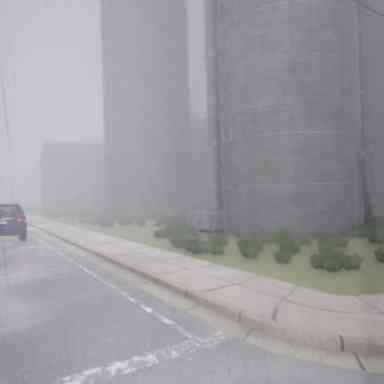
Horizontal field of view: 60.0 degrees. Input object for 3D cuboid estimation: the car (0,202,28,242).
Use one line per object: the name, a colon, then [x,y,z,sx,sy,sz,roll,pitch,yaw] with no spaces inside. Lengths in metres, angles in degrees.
car: [-10.456,1.614,18.220,2.150,2.045,5.566,-1,-1,-33]
